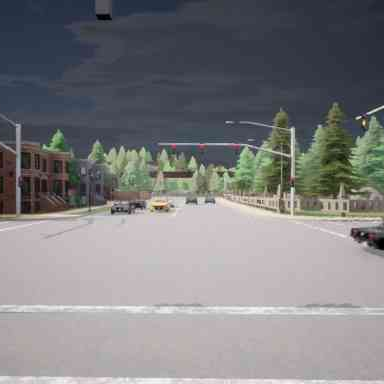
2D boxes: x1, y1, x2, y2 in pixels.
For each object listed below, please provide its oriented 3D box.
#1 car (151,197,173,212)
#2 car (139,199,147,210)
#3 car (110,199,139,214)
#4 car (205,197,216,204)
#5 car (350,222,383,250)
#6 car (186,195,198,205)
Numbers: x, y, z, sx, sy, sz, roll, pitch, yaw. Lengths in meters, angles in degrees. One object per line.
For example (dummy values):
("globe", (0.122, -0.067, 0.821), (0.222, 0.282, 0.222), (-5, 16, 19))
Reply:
("car", (-3.635, 1.478, 38.754), (1.882, 1.535, 5.008), (0, 0, 0))
("car", (-7.133, 1.601, 43.531), (1.895, 1.301, 4.718), (0, 0, 0))
("car", (-7.135, 1.564, 34.778), (1.994, 1.385, 4.181), (0, 0, 0))
("car", (3.531, 1.564, 65.129), (1.994, 1.385, 4.181), (0, 0, 0))
("car", (8.511, 1.601, 12.129), (4.718, 1.301, 1.895), (0, 0, 0))
("car", (-0.064, 1.352, 60.148), (2.097, 1.767, 4.553), (0, 0, 0))
